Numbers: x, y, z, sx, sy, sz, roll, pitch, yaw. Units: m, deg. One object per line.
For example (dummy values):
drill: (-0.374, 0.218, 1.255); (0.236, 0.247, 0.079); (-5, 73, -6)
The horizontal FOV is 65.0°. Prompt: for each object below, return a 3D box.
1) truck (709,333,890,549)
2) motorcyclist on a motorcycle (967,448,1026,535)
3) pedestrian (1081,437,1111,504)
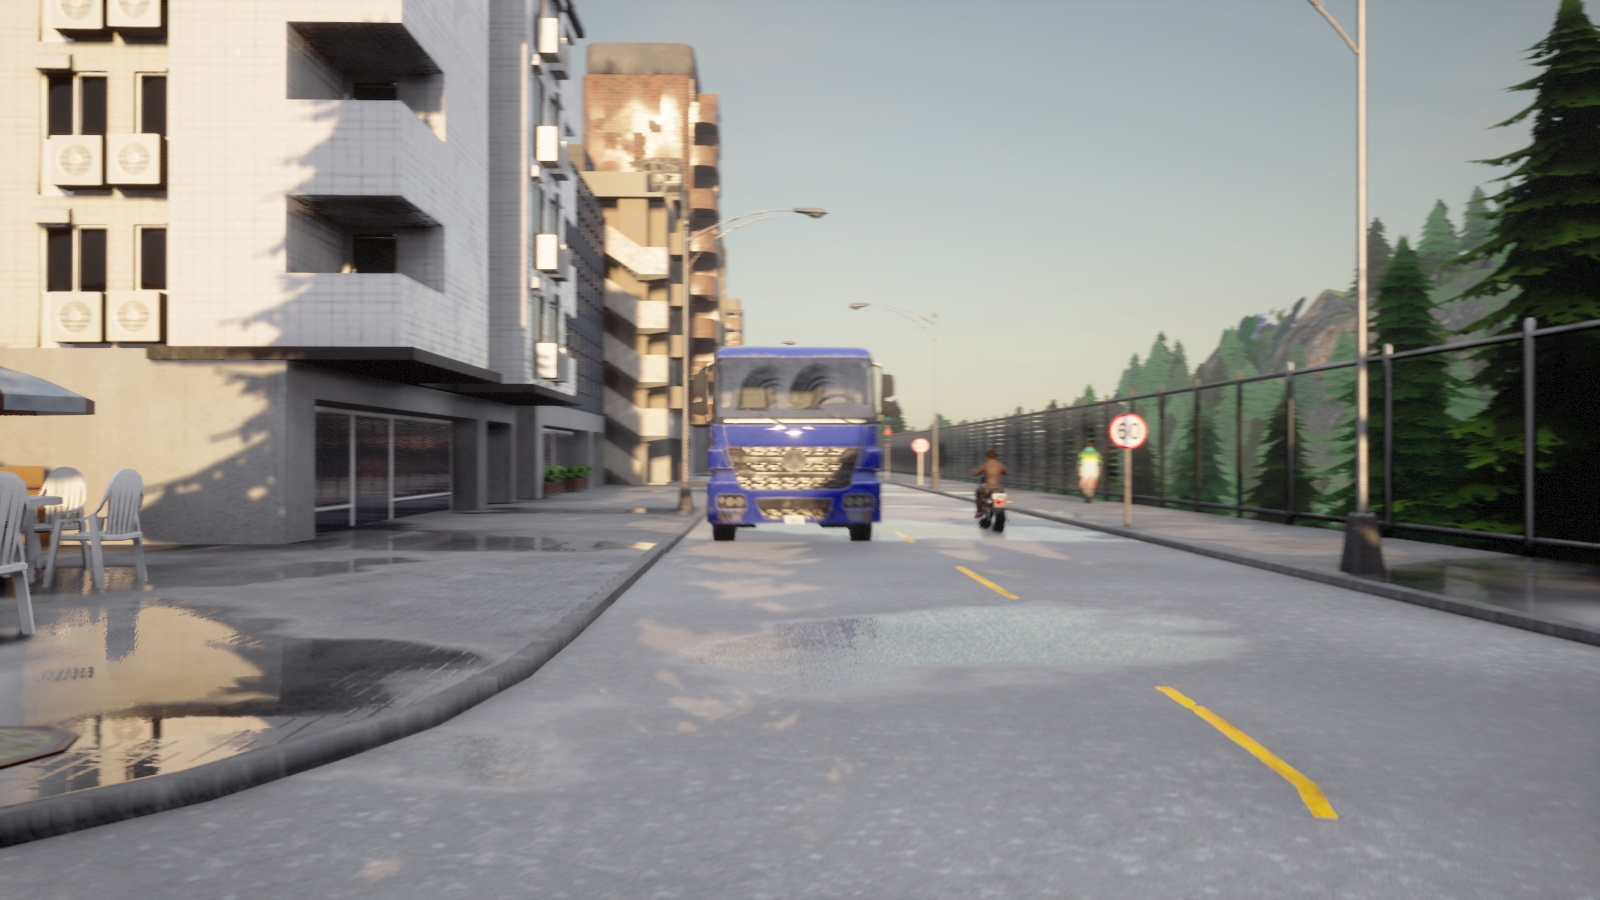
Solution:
truck: (-0.081, -0.124, 24.114); (2.891, 3.462, 7.936); (0, 0, -1)
motorcyclist on a motorcycle: (3.907, 0.798, 25.121); (0.766, 1.649, 2.350); (0, -1, -1)
pedestrian: (8.653, 0.594, 36.725); (0.659, 1.952, 0.873); (0, 0, -2)
